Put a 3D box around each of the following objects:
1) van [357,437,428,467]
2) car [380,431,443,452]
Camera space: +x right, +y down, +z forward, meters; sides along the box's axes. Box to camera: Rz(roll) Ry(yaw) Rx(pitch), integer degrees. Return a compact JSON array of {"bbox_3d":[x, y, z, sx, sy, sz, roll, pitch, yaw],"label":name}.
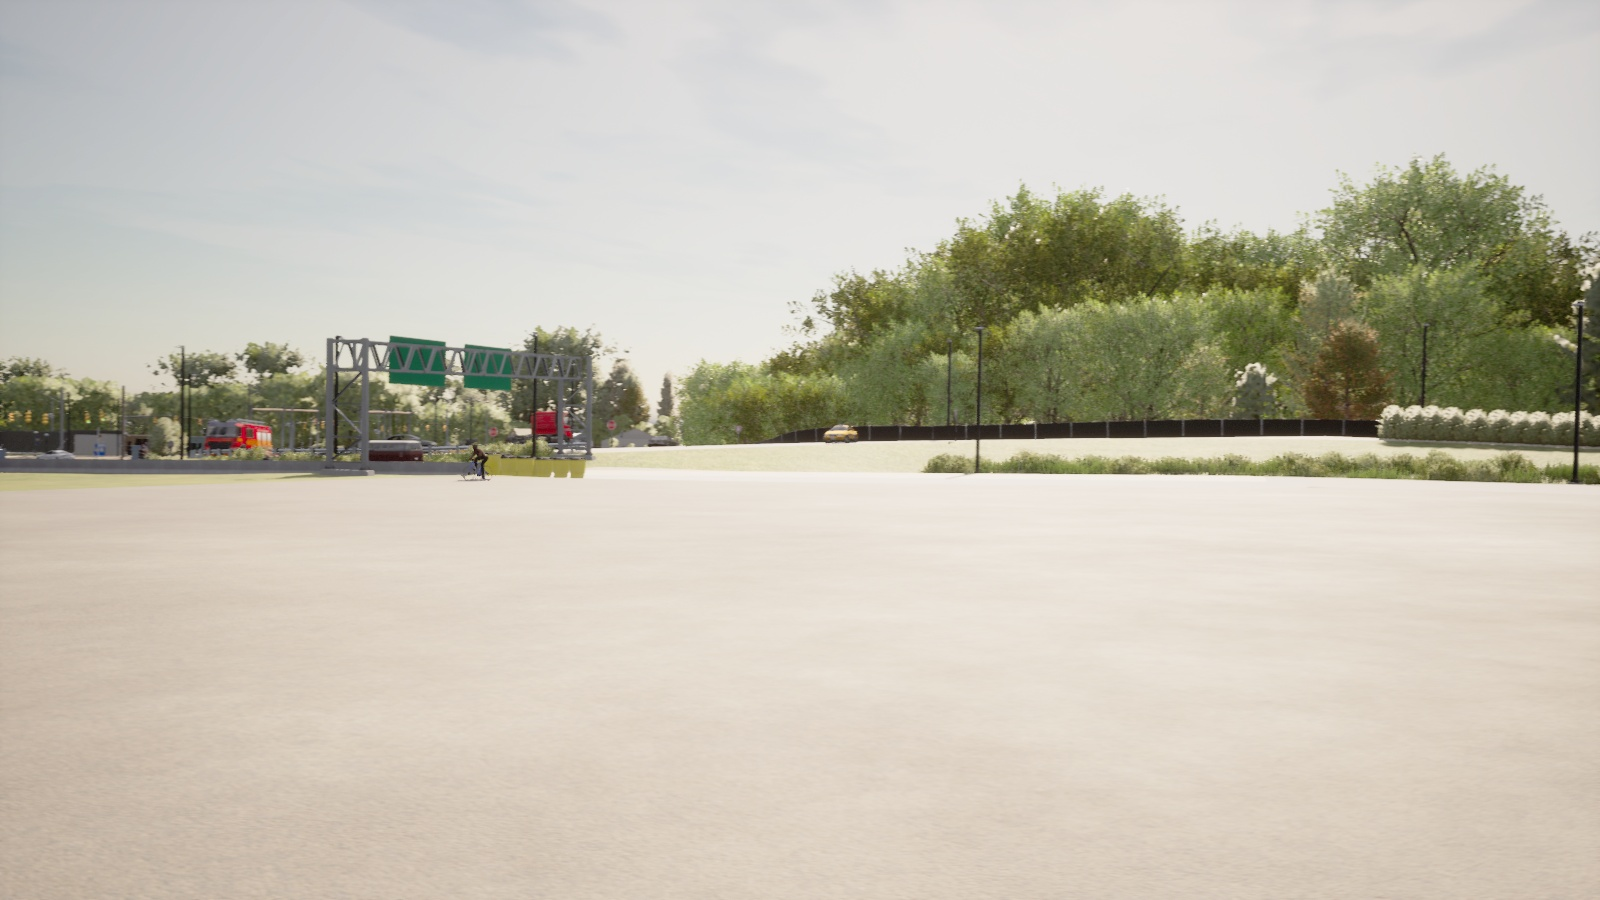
[{"bbox_3d":[-27.775,0.141,85.514,4.442,1.987,1.775,1,1,20],"label":"van"},{"bbox_3d":[-29.025,-0.635,93.959,4.193,1.474,1.816,-1,0,-4],"label":"car"}]
